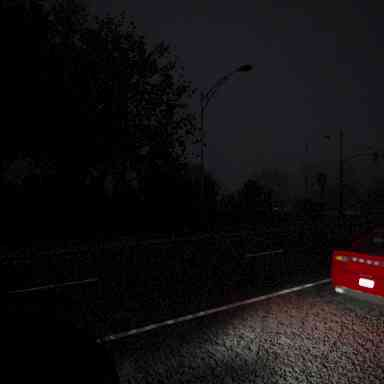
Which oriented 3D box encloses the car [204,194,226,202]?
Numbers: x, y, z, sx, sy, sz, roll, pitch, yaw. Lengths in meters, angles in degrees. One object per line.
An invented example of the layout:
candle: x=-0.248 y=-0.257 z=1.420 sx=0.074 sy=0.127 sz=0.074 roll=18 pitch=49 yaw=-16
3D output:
car: x=4.743 y=1.292 z=68.783 sx=2.128 sy=1.511 sz=4.902 roll=0 pitch=1 yaw=-33

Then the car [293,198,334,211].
car: x=14.466 y=1.477 z=39.825 sx=1.882 sy=1.535 sz=5.008 roll=0 pitch=0 yaw=-33

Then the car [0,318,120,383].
car: x=-2.796 y=1.492 z=1.759 sx=4.902 sy=1.511 sz=2.128 roll=0 pitch=0 yaw=-35

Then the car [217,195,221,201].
car: x=3.918 y=1.454 z=56.637 sx=1.812 sy=1.442 sz=4.674 roll=0 pitch=1 yaw=-32

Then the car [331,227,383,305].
car: x=5.151 y=1.478 z=7.396 sx=5.008 sy=1.535 sz=1.882 roll=0 pitch=0 yaw=-35
